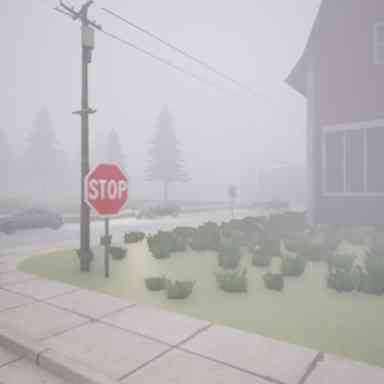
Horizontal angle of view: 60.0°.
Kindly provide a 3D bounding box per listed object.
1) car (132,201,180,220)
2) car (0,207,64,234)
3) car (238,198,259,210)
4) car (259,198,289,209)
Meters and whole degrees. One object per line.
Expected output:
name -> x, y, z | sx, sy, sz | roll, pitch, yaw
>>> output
car -> -3.000, 1.534, 28.663 | 2.128, 1.511, 4.902 | 0, 0, 36
car -> -9.756, 1.607, 19.531 | 1.994, 1.385, 4.181 | 0, 0, 36
car -> 7.728, 1.568, 43.111 | 1.812, 1.442, 4.674 | 0, 0, 37
car -> 10.331, 1.539, 40.471 | 1.837, 1.490, 4.892 | 0, 0, 37
